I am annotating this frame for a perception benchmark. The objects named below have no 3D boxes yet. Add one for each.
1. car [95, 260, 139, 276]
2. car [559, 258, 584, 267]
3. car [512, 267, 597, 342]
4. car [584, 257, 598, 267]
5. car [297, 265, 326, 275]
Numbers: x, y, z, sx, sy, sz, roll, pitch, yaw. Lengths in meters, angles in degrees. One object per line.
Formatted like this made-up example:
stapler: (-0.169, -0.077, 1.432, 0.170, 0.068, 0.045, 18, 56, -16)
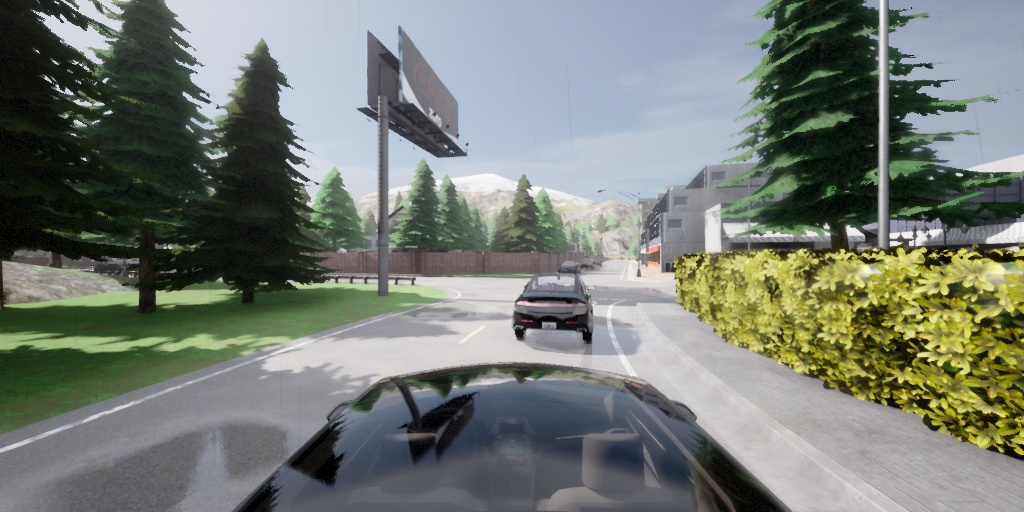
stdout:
car: (-37.202, 1.080, 34.043, 4.892, 1.490, 1.837, -1, 0, 18)
car: (6.138, 1.227, 38.147, 1.882, 1.535, 5.008, 0, 0, 18)
car: (1.262, 1.242, 9.899, 2.128, 1.511, 4.902, 0, 0, 11)
car: (10.965, 1.101, 52.843, 2.097, 1.767, 4.553, 0, 0, 18)
car: (-16.887, 1.174, 27.732, 4.718, 1.301, 1.895, 0, 0, 17)
